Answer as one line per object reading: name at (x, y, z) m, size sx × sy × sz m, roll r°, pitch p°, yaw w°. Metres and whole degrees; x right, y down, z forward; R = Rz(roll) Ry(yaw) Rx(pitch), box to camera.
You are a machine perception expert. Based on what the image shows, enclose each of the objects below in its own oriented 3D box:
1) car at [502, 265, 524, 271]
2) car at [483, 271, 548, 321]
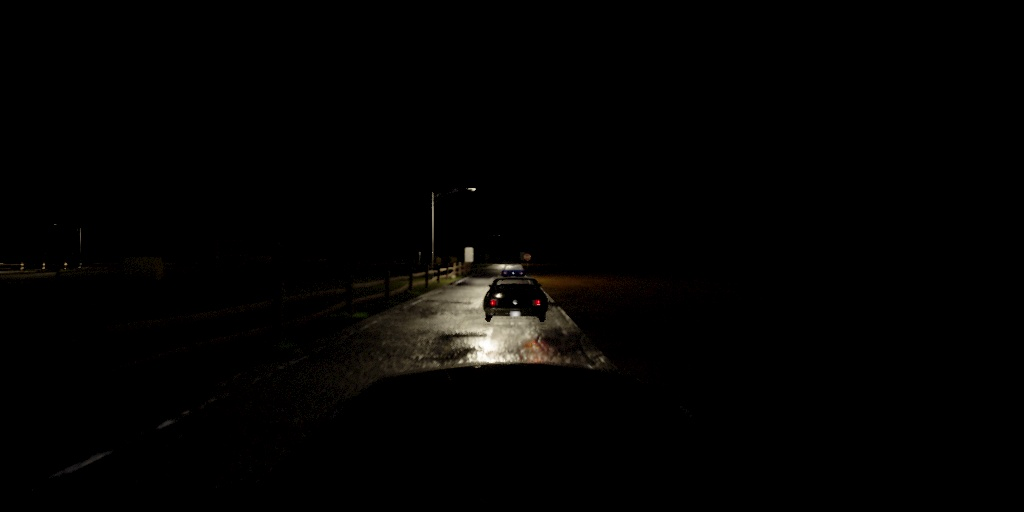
car at (0.095, 1.379, 29.771) m, size 1.895 × 1.301 × 4.718 m, roll 0°, pitch 0°, yaw 0°
car at (0.096, 1.357, 12.421) m, size 1.895 × 1.301 × 4.718 m, roll 0°, pitch 0°, yaw 0°
